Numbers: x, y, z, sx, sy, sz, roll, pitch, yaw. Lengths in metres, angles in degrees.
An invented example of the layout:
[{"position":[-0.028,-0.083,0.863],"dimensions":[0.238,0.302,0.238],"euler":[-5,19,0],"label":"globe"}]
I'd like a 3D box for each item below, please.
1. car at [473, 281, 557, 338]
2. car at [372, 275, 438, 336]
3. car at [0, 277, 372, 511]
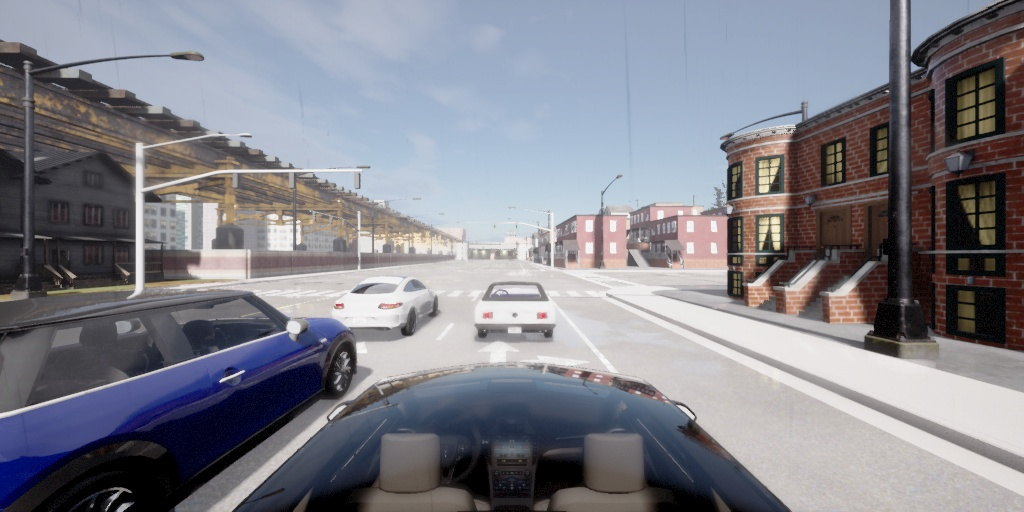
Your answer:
[{"position":[0.108,1.351,10.163],"dimensions":[1.895,1.301,4.718],"euler":[0,0,1],"label":"car"},{"position":[-3.395,1.276,10.271],"dimensions":[1.812,1.442,4.674],"euler":[0,0,0],"label":"car"},{"position":[-3.398,1.102,3.628],"dimensions":[2.097,1.767,4.553],"euler":[0,0,0],"label":"car"}]
